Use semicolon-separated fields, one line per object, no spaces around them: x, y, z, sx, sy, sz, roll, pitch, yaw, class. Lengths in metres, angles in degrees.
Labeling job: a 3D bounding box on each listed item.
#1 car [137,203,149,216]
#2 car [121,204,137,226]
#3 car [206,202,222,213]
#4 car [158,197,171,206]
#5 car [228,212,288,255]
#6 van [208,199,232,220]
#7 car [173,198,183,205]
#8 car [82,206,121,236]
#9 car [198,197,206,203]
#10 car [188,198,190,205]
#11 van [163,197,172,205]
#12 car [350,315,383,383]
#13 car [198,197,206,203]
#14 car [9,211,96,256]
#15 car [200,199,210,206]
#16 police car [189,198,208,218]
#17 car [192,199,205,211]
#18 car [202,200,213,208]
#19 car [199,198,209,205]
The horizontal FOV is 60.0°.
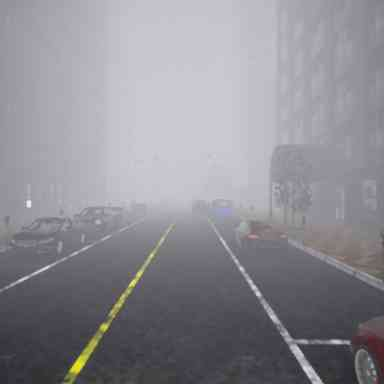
-5.674;1.883;36.381;1.802;1.307;4.206;0;0;0;car
-5.679;1.763;24.998;2.008;1.369;4.403;0;0;0;car
2.710;1.928;42.067;1.802;1.307;4.206;0;0;0;car
-5.660;2.074;64.844;2.008;1.369;4.403;0;0;0;car
2.696;1.703;13.607;1.802;1.307;4.206;0;0;0;car
2.704;1.598;30.685;1.690;1.788;3.998;0;0;0;van
-2.966;2.094;71.690;1.812;1.442;4.674;0;0;0;car
-5.682;1.607;19.307;1.967;1.590;4.097;0;0;0;car
2.732;2.117;87.607;1.967;1.590;4.097;0;0;0;car
0.032;1.996;69.465;1.882;1.535;5.008;0;0;0;car
-5.654;1.945;76.230;1.690;1.788;3.998;0;0;0;van
2.690;1.604;2.219;1.802;1.307;4.206;0;-1;0;car
2.735;2.153;93.299;1.967;1.590;4.097;0;0;0;car
-5.685;1.672;13.613;2.008;1.369;4.403;0;0;0;car
2.724;2.116;70.529;2.008;1.369;4.403;0;0;0;car
0.916;1.707;33.814;1.930;1.638;5.238;0;0;0;police car
0.923;1.885;49.703;1.882;1.535;5.008;0;0;0;car
2.718;2.063;59.144;1.802;1.307;4.206;0;0;0;car
2.726;2.155;76.221;2.008;1.369;4.403;0;0;0;car
